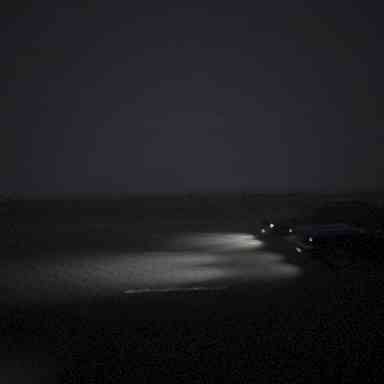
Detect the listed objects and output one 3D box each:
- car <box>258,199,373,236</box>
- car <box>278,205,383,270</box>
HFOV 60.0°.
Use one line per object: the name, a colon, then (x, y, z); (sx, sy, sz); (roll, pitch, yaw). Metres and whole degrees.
car: (5.278, 0.987, 12.448); (5.357, 1.411, 2.033); (-2, 2, -2)
car: (5.013, 1.163, 8.936); (4.718, 1.301, 1.895); (-2, 2, -2)
